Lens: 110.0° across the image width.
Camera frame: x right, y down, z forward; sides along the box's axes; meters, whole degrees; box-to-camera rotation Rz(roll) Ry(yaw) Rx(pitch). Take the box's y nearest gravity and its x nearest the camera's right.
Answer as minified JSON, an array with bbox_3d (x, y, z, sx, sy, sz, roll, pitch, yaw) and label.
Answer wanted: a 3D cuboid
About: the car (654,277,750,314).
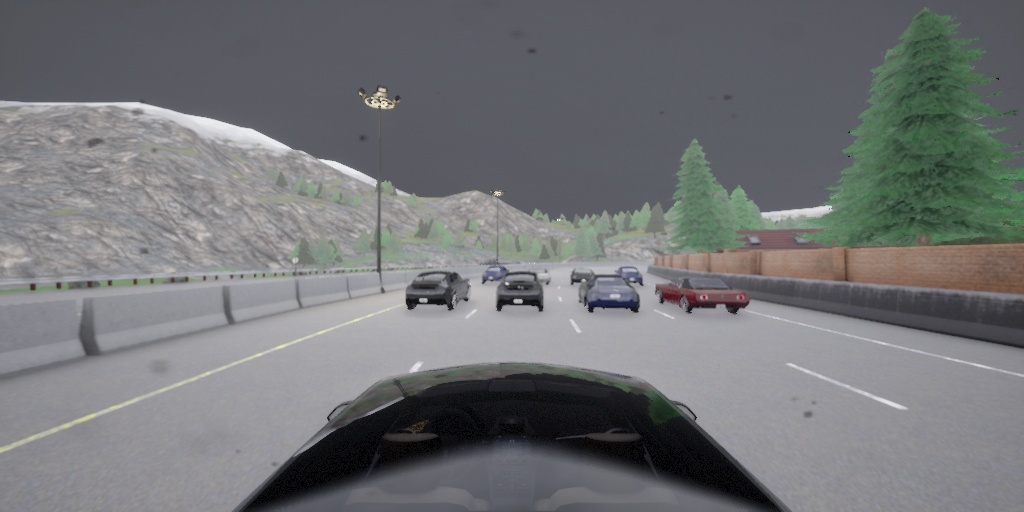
[{"bbox_3d":[7.392,1.482,14.586,1.895,1.301,4.718,0,-1,5],"label":"car"}]

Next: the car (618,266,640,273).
[{"bbox_3d":[9.120,1.542,28.272,1.812,1.442,4.674,0,0,10],"label":"car"}]

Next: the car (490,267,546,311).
[{"bbox_3d":[0.434,1.390,15.311,1.837,1.490,4.892,0,0,5],"label":"car"}]

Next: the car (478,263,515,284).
[{"bbox_3d":[-1.230,1.549,30.043,1.812,1.442,4.674,0,0,10],"label":"car"}]

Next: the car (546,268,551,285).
[{"bbox_3d":[2.164,1.619,29.180,1.895,1.301,4.718,0,-1,10],"label":"car"}]

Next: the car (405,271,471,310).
[{"bbox_3d":[-3.056,1.389,15.578,1.837,1.490,4.892,0,0,5],"label":"car"}]

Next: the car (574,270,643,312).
[{"bbox_3d":[3.921,1.447,15.020,1.994,1.385,4.181,0,0,5],"label":"car"}]

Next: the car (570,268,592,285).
[{"bbox_3d":[5.614,1.617,28.592,1.895,1.301,4.718,0,-1,10],"label":"car"}]
